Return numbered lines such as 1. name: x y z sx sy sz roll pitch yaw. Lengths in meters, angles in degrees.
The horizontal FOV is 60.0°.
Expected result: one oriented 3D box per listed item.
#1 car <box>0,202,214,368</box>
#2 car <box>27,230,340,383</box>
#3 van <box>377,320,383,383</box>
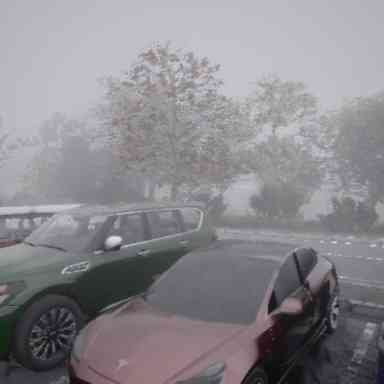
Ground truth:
1. car: -1.589 1.240 6.248 2.435 2.045 5.566 -1 -1 36
2. car: 0.652 1.508 4.647 2.163 1.488 4.792 -1 0 36
3. van: 3.001 1.254 3.149 1.878 1.987 4.442 0 0 36
